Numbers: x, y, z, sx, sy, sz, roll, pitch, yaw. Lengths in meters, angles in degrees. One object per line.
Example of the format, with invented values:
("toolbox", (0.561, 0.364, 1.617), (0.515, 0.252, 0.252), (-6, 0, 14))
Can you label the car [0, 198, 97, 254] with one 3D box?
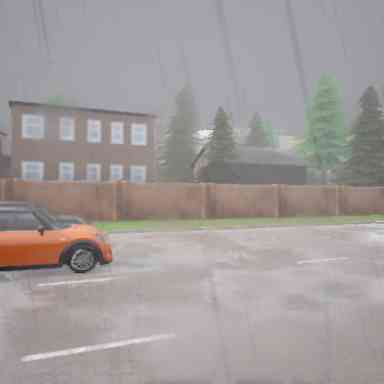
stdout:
("car", (-5.951, 1.142, 12.109), (4.553, 1.767, 2.097), (1, 1, -22))

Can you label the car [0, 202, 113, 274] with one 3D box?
("car", (-4.477, 1.194, 8.930), (4.553, 1.767, 2.097), (1, 1, -22))
